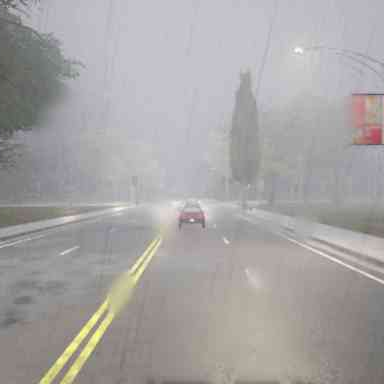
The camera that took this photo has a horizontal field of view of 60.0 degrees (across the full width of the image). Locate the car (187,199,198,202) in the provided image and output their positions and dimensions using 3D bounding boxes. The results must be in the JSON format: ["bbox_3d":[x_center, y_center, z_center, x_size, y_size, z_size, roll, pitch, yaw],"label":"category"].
[{"bbox_3d":[0.103,1.863,41.179,1.895,1.301,4.718,0,0,0],"label":"car"}]

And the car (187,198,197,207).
[{"bbox_3d":[0.049,1.953,62.680,1.812,1.442,4.674,0,0,0],"label":"car"}]

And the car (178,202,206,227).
[{"bbox_3d":[-0.001,1.673,23.952,1.812,1.442,4.674,0,0,0],"label":"car"}]
